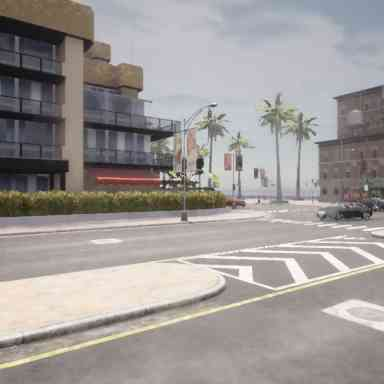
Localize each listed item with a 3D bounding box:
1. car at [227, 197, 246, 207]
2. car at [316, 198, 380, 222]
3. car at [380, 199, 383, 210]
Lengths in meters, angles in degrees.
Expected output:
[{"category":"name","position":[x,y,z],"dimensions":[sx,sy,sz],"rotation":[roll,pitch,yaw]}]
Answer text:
[{"category":"car","position":[6.156,1.478,51.241],"dimensions":[1.882,1.535,5.008],"rotation":[0,0,-35]},{"category":"car","position":[11.974,1.491,26.172],"dimensions":[4.902,1.511,2.128],"rotation":[0,0,-25]},{"category":"car","position":[21.846,1.505,41.319],"dimensions":[1.837,1.490,4.892],"rotation":[0,0,-35]}]
